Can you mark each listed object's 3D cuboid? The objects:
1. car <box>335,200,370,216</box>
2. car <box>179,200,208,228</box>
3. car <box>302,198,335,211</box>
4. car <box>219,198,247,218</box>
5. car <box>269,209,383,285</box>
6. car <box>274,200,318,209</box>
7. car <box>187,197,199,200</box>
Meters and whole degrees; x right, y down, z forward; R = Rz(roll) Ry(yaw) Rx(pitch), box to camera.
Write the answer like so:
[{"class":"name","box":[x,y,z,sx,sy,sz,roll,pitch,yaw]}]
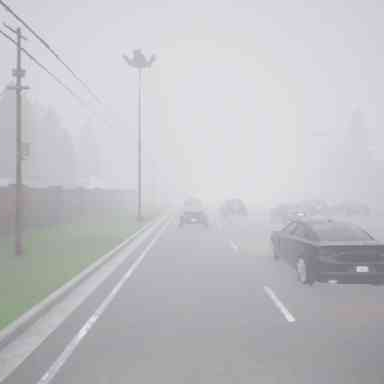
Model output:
[{"class":"car","box":[14.103,1.496,30.076,2.128,1.511,4.902,0,0,0]},{"class":"car","box":[0.102,1.530,22.357,1.812,1.442,4.674,0,0,0]},{"class":"car","box":[10.603,1.357,29.844,2.097,1.767,4.553,0,0,0]},{"class":"car","box":[3.603,1.357,29.846,2.097,1.767,4.553,0,0,0]},{"class":"car","box":[3.601,1.479,9.502,1.882,1.535,5.008,0,0,0]},{"class":"car","box":[7.102,1.551,24.495,2.033,1.411,5.357,0,0,0]},{"class":"car","box":[0.103,1.359,40.977,2.097,1.767,4.553,0,0,0]}]
